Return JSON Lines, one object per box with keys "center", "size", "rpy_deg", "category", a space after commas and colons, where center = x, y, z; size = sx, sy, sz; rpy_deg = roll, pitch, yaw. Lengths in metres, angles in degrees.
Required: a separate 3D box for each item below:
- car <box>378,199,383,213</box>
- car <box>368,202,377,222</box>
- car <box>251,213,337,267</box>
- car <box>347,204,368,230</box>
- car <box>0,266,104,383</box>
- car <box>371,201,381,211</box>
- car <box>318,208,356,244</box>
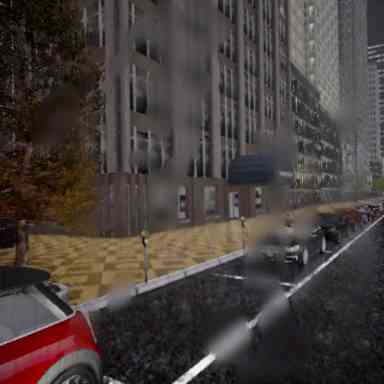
{"center": [22.283, 1.787, 40.330], "size": [2.008, 1.369, 4.403], "rpy_deg": [-2, -1, 33], "category": "car"}
{"center": [12.916, 1.723, 26.082], "size": [2.008, 1.369, 4.403], "rpy_deg": [-2, -1, 33], "category": "car"}
{"center": [3.549, 1.659, 11.834], "size": [2.008, 1.369, 4.403], "rpy_deg": [-2, -1, 33], "category": "car"}
{"center": [9.794, 1.696, 21.333], "size": [1.887, 1.381, 4.507], "rpy_deg": [-2, -1, 33], "category": "car"}
{"center": [-2.697, 1.506, 2.338], "size": [1.967, 1.590, 4.097], "rpy_deg": [-2, -1, 33], "category": "car"}
{"center": [16.039, 1.776, 30.830], "size": [1.802, 1.307, 4.206], "rpy_deg": [-2, -1, 33], "category": "car"}
{"center": [6.672, 1.696, 16.583], "size": [1.947, 1.339, 4.313], "rpy_deg": [-2, -1, 33], "category": "car"}
